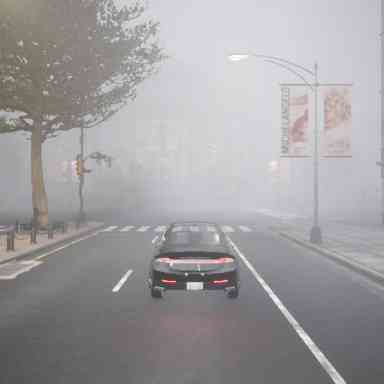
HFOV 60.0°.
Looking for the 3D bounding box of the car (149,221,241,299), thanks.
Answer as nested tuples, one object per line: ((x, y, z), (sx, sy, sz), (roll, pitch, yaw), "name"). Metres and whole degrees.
((0.064, 1.491, 8.465), (2.128, 1.511, 4.902), (0, 0, 0), "car")
